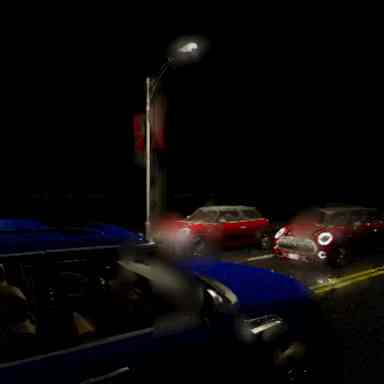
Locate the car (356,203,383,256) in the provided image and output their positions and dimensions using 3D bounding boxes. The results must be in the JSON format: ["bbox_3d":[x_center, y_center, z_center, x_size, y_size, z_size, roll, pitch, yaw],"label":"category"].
[{"bbox_3d":[4.825,1.303,11.130,4.553,1.767,2.097,0,0,-36],"label":"car"}]

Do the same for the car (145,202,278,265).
[{"bbox_3d":[0.816,1.315,12.260,4.553,1.767,2.097,0,0,-36],"label":"car"}]

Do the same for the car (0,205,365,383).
[{"bbox_3d":[-1.170,1.218,2.604,5.566,2.045,2.150,0,0,-36],"label":"car"}]
